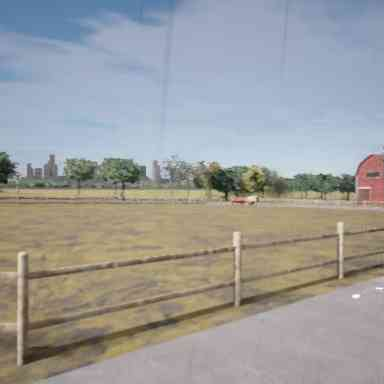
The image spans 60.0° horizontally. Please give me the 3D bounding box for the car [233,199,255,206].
[{"bbox_3d":[10.609,2.013,67.258,1.895,1.301,4.718,-1,0,-35],"label":"car"}]
